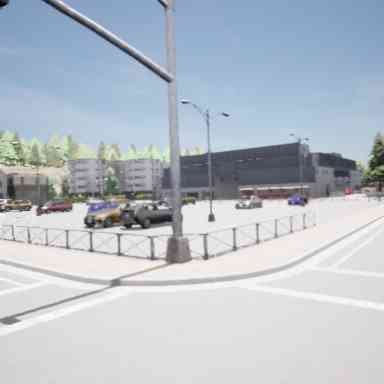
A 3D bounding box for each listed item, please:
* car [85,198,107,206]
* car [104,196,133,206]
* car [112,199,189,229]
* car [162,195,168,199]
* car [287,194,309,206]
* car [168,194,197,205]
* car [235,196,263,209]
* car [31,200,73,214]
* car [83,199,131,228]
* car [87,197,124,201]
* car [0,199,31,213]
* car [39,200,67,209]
[{"bbox_3d":[-19.157,2.004,66.488,1.970,1.475,3.806,-2,0,38],"label":"car"},{"bbox_3d":[-13.890,1.733,62.816,2.152,1.636,5.027,-2,0,38],"label":"car"},{"bbox_3d":[-2.538,1.459,21.456,2.007,1.523,4.514,-2,0,38],"label":"car"},{"bbox_3d":[-3.782,1.286,54.986,1.905,1.878,3.866,-2,0,38],"label":"car"},{"bbox_3d":[13.380,0.954,42.051,1.845,1.501,3.633,-2,0,38],"label":"car"},{"bbox_3d":[-1.232,1.213,53.533,1.932,1.855,4.605,-2,0,38],"label":"car"},{"bbox_3d":[6.486,1.204,38.006,1.970,1.475,3.806,-2,0,38],"label":"car"},{"bbox_3d":[-17.590,1.982,42.803,2.007,1.523,4.514,-2,0,38],"label":"car"},{"bbox_3d":[-5.049,1.542,23.335,2.152,1.636,5.027,-2,0,38],"label":"car"},{"bbox_3d":[-9.718,1.715,36.654,1.845,1.501,3.633,-2,0,38],"label":"car"},{"bbox_3d":[-27.006,2.128,50.990,1.932,1.855,4.605,-2,0,38],"label":"car"},{"bbox_3d":[-26.361,2.322,63.155,2.007,1.523,4.514,-2,0,38],"label":"car"}]
